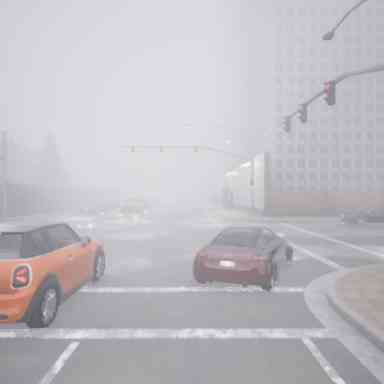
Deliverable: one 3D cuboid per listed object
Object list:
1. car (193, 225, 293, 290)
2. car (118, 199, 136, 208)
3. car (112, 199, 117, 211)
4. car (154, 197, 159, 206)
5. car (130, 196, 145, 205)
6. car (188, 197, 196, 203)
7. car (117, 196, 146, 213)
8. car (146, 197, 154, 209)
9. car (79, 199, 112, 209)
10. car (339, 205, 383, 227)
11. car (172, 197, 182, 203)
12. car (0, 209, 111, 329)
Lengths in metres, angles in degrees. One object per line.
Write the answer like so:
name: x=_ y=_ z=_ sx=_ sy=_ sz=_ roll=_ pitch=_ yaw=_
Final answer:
car: x=1.596 y=1.637 z=9.516 sx=1.994 sy=1.385 sz=4.181 roll=0 pitch=-1 yaw=23
car: x=-10.548 y=1.828 z=54.271 sx=1.895 sy=1.301 sz=4.718 roll=0 pitch=0 yaw=0
car: x=-10.582 y=1.666 z=44.971 sx=1.882 sy=1.535 sz=5.008 roll=0 pitch=0 yaw=0
car: x=-7.015 y=1.596 z=58.446 sx=2.097 sy=1.767 sz=4.553 roll=0 pitch=0 yaw=1
car: x=-10.489 y=1.622 z=64.602 sx=2.097 sy=1.767 sz=4.553 roll=0 pitch=0 yaw=0
car: x=0.013 y=1.873 z=76.917 sx=1.994 sy=1.385 sz=4.181 roll=0 pitch=0 yaw=0
car: x=-7.079 y=1.517 z=39.426 sx=2.097 sy=1.767 sz=4.553 roll=0 pitch=0 yaw=0
car: x=-7.074 y=1.707 z=48.368 sx=1.837 sy=1.490 sz=4.892 roll=0 pitch=0 yaw=0
car: x=-10.596 y=1.642 z=35.823 sx=2.128 sy=1.511 sz=4.902 roll=0 pitch=0 yaw=1
car: x=13.097 y=1.646 z=23.769 sx=4.902 sy=1.511 sz=2.128 roll=0 pitch=0 yaw=0
car: x=-3.487 y=1.799 z=76.967 sx=1.882 sy=1.535 sz=5.008 roll=0 pitch=0 yaw=0
car: x=-3.404 y=1.395 z=7.177 sx=2.097 sy=1.767 sz=4.553 roll=0 pitch=-1 yaw=0
